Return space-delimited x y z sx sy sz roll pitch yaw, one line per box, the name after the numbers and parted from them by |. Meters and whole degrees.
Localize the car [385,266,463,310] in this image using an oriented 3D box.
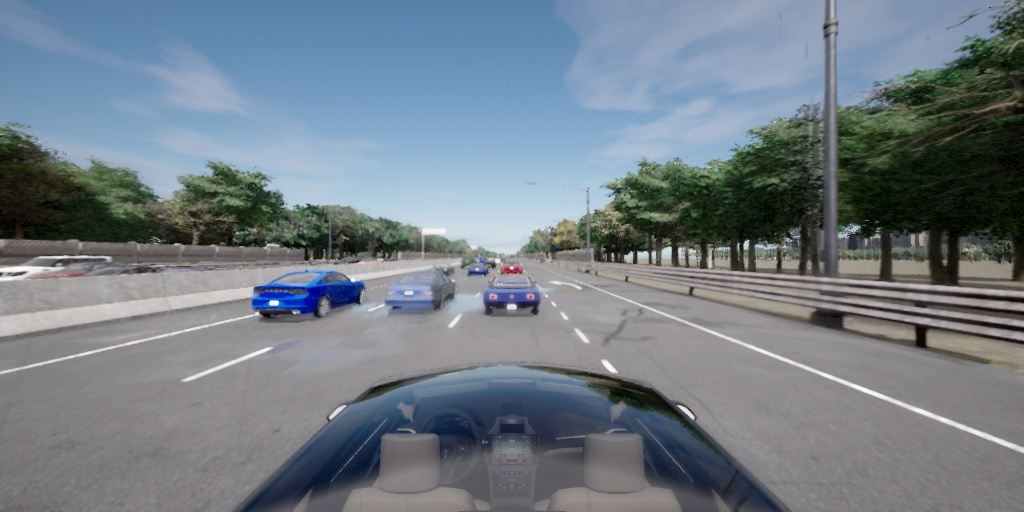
-3.503 1.308 14.686 2.033 1.411 5.357 0 0 0 | car

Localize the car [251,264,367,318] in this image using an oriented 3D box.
-7.003 1.238 13.024 1.882 1.535 5.008 0 0 0 | car

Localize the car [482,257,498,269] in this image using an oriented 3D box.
-3.561 1.310 59.732 1.882 1.535 5.008 0 0 0 | car

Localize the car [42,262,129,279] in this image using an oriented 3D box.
-21.103 1.276 19.346 1.837 1.490 4.892 0 0 0 | car

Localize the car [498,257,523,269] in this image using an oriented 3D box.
-0.027 1.139 35.011 2.097 1.767 4.553 0 0 0 | car

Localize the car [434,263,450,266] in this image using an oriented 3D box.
-7.030 1.393 36.817 1.895 1.301 4.718 0 0 0 | car

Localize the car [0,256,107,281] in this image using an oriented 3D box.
-28.097 1.001 22.210 2.150 2.045 5.566 0 0 0 | car

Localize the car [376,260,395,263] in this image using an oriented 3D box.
-21.073 1.439 61.424 1.895 1.301 4.718 0 0 0 | car

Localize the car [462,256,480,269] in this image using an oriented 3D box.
-7.063 1.056 59.803 2.150 2.045 5.566 0 0 0 | car

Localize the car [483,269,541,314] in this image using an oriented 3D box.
-0.002 1.359 13.840 1.895 1.301 4.718 0 0 0 | car

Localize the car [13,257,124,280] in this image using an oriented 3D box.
-24.599 1.126 20.805 2.097 1.767 4.553 0 0 0 | car

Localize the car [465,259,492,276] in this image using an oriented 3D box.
-3.532 1.358 38.477 1.994 1.385 4.181 0 0 0 | car

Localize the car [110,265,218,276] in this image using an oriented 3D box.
-17.608 1.318 19.385 2.033 1.411 5.357 0 0 0 | car
